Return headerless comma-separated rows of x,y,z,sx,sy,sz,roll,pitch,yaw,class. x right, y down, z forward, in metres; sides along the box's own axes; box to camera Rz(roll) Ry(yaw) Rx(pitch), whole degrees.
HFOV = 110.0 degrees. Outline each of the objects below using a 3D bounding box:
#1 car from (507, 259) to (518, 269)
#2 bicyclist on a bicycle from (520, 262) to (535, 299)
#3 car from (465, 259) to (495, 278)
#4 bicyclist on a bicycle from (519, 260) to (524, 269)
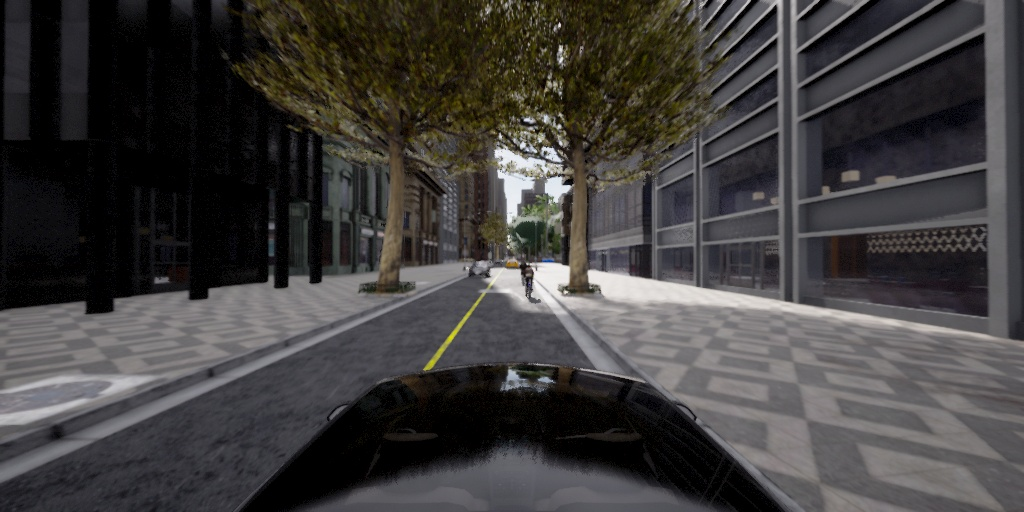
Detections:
0.077,1.352,60.328,1.882,1.535,5.008,0,0,0,car
0.823,1.228,17.028,0.582,1.620,1.656,0,0,0,bicyclist on a bicycle
-3.092,1.302,34.551,2.128,1.511,4.902,0,0,0,car
0.823,1.163,26.640,0.659,1.776,1.843,0,0,0,bicyclist on a bicycle
